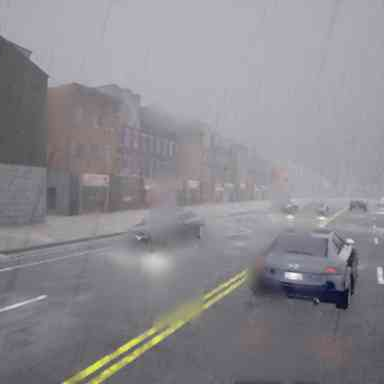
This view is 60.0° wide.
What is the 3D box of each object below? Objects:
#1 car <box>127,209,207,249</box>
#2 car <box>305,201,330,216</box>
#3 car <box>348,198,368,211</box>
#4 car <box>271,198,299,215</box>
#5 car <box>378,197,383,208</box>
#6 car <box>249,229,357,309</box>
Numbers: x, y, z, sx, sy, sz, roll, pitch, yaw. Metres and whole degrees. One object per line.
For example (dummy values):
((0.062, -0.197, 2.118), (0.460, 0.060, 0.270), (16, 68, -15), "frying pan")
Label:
((-0.949, 1.560, 15.157), (1.837, 1.490, 4.892), (0, 0, 28), "car")
((12.728, 1.641, 33.584), (2.033, 1.411, 5.357), (0, 0, 28), "car")
((20.282, 1.484, 40.585), (1.837, 1.490, 4.892), (0, 0, 28), "car")
((9.811, 1.391, 35.051), (2.097, 1.767, 4.553), (0, 0, 28), "car")
((27.587, 1.449, 47.335), (1.812, 1.442, 4.674), (0, 0, 28), "car")
((2.892, 1.589, 8.146), (1.994, 1.385, 4.181), (0, 0, 28), "car")
